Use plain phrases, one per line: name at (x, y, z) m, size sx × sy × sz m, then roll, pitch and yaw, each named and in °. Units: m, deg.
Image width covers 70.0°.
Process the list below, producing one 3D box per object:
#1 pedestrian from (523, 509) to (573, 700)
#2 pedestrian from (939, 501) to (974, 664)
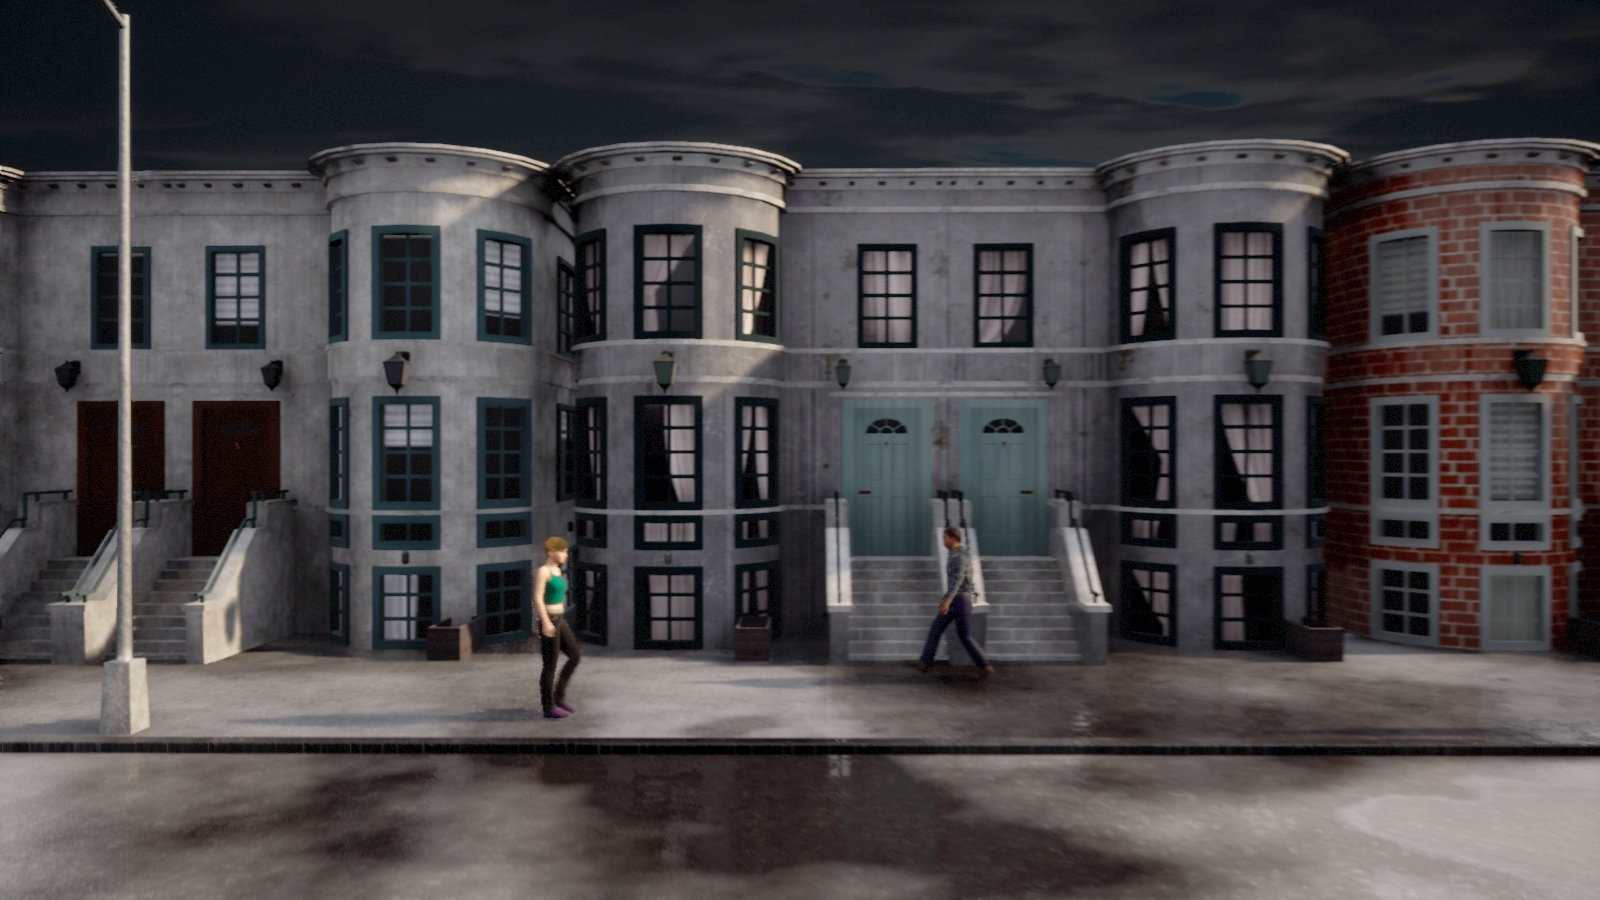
pedestrian at (-2.534, 1.535, 11.491) m, size 0.375 × 1.860 × 0.375 m, roll 0°, pitch 0°, yaw 9°
pedestrian at (1.823, 1.531, 13.354) m, size 0.375 × 1.860 × 0.375 m, roll 0°, pitch 0°, yaw 4°
